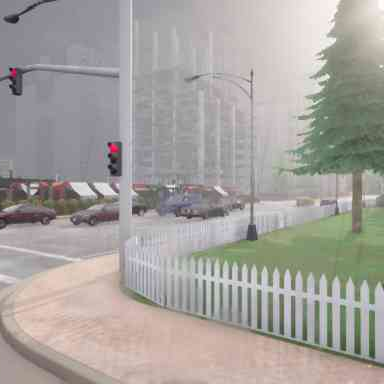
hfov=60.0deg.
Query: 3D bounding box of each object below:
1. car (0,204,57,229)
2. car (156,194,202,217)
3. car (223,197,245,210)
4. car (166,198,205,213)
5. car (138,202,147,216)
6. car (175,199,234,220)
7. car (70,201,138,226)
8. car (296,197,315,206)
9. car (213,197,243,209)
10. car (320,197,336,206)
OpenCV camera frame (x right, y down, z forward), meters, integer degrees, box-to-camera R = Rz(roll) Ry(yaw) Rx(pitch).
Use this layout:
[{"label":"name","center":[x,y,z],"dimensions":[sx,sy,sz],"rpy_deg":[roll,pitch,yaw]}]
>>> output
[{"label":"car","center":[-11.415,1.526,22.169],"dimensions":[1.812,1.442,4.674],"rpy_deg":[0,0,36]},{"label":"car","center":[-0.990,1.221,31.378],"dimensions":[2.150,2.045,5.566],"rpy_deg":[0,0,34]},{"label":"car","center":[4.645,1.491,39.718],"dimensions":[2.128,1.511,4.902],"rpy_deg":[0,0,34]},{"label":"car","center":[-0.654,1.491,38.128],"dimensions":[2.128,1.511,4.902],"rpy_deg":[0,0,34]},{"label":"car","center":[-6.196,1.478,29.914],"dimensions":[1.882,1.535,5.008],"rpy_deg":[0,0,34]},{"label":"car","center":[1.160,1.547,27.931],"dimensions":[2.033,1.411,5.357],"rpy_deg":[0,0,34]},{"label":"car","center":[-6.300,1.526,23.458],"dimensions":[1.812,1.442,4.674],"rpy_deg":[0,0,34]},{"label":"car","center":[18.250,1.478,53.326],"dimensions":[1.882,1.535,5.008],"rpy_deg":[0,0,34]},{"label":"car","center":[5.160,1.491,46.696],"dimensions":[2.128,1.511,4.902],"rpy_deg":[0,0,34]},{"label":"car","center":[21.080,1.526,51.264],"dimensions":[1.812,1.442,4.674],"rpy_deg":[0,0,34]}]
